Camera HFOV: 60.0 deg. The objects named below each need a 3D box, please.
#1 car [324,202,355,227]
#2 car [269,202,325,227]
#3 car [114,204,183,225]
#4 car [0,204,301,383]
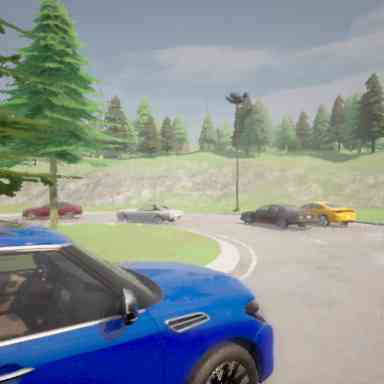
[{"bbox_3d":[8.456,1.390,22.482,1.882,1.535,5.008,0,0,-26],"label":"car"},{"bbox_3d":[5.373,1.475,21.166,2.033,1.411,5.357,0,0,-31],"label":"car"},{"bbox_3d":[-3.161,1.553,24.147,4.718,1.301,1.895,0,0,24],"label":"car"},{"bbox_3d":[-1.749,1.224,2.584,5.566,2.045,2.150,-1,0,-38],"label":"car"}]
